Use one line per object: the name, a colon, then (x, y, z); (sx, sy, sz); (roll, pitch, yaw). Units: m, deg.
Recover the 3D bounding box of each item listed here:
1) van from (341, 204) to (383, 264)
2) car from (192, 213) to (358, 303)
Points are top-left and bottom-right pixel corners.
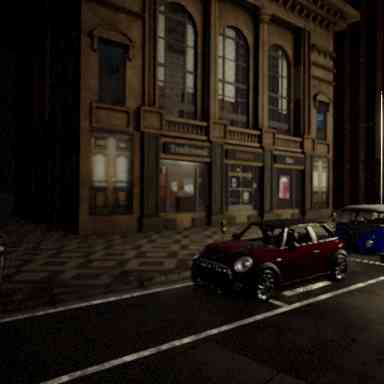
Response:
van: (6.539, 1.323, 11.421); (3.998, 1.788, 1.690); (0, 1, -36)
car: (1.961, 1.431, 8.155); (4.097, 1.590, 1.967); (0, 1, -36)
